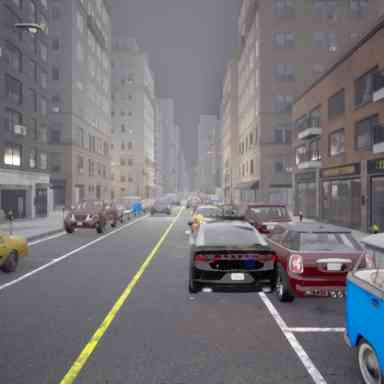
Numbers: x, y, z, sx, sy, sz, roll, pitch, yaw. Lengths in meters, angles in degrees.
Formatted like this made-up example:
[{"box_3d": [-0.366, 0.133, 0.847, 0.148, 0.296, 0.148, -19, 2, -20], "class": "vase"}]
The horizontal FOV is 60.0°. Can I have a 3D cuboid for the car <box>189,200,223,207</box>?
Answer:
[{"box_3d": [0.886, 1.454, 19.079, 1.801, 1.575, 5.366, 0, 0, 0], "class": "car"}]

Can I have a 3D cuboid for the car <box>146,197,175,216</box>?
[{"box_3d": [-2.924, 1.502, 32.285, 1.837, 1.490, 4.892, 0, 0, 0], "class": "car"}]

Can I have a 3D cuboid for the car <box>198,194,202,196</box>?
[{"box_3d": [0.279, 1.454, 53.157, 1.882, 1.535, 5.008, 0, 0, 0], "class": "car"}]

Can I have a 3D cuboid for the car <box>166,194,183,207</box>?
[{"box_3d": [-2.724, 1.454, 52.462, 1.882, 1.535, 5.008, 0, 0, 0], "class": "car"}]

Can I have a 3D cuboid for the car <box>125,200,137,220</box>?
[{"box_3d": [-5.726, 1.548, 25.278, 2.008, 1.369, 4.403, 0, 0, 0], "class": "car"}]

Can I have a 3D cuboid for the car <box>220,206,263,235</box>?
[{"box_3d": [2.769, 1.564, 19.577, 1.947, 1.339, 4.313, 0, 0, 0], "class": "car"}]

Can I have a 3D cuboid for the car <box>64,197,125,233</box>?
[{"box_3d": [-5.756, 1.313, 19.610, 2.192, 1.841, 5.009, 0, 0, 0], "class": "car"}]

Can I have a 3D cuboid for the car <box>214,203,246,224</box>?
[{"box_3d": [2.799, 1.564, 25.246, 1.947, 1.339, 4.313, 0, 0, 0], "class": "car"}]

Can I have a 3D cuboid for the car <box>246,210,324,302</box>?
[{"box_3d": [2.709, 1.440, 8.239, 1.967, 1.590, 4.097, 0, 0, 0], "class": "car"}]

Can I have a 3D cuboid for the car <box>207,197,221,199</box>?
[{"box_3d": [2.860, 1.576, 36.585, 1.802, 1.307, 4.206, 0, 0, 0], "class": "car"}]

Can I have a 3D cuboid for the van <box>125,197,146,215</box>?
[{"box_3d": [-5.696, 1.338, 30.946, 1.690, 1.788, 3.998, 0, 0, 0], "class": "van"}]

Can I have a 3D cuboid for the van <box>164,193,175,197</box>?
[{"box_3d": [-5.461, 1.290, 75.147, 1.690, 1.788, 3.998, 0, 0, 0], "class": "van"}]

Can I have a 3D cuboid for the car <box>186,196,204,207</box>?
[{"box_3d": [0.227, 1.552, 43.260, 1.994, 1.385, 4.181, 0, 0, 0], "class": "car"}]

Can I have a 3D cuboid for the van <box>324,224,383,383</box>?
[{"box_3d": [2.679, 1.341, 2.569, 1.690, 1.788, 3.998, 0, 0, 0], "class": "van"}]

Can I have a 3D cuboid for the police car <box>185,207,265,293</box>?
[{"box_3d": [0.842, 1.425, 8.984, 1.930, 1.638, 5.238, 0, 0, -1], "class": "police car"}]

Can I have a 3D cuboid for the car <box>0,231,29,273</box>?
[{"box_3d": [-5.817, 1.525, 8.104, 1.752, 1.417, 4.829, 0, 0, 0], "class": "car"}]

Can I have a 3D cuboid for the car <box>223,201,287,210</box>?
[{"box_3d": [2.739, 1.314, 13.908, 2.192, 1.841, 5.009, 0, 0, 0], "class": "car"}]

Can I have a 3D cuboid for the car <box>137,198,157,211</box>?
[{"box_3d": [-5.637, 1.514, 42.114, 1.752, 1.417, 4.829, 0, 0, 0], "class": "car"}]

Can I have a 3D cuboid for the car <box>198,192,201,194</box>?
[{"box_3d": [3.124, 1.247, 86.289, 2.192, 1.841, 5.009, 0, 0, 0], "class": "car"}]

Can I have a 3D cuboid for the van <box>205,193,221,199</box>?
[{"box_3d": [2.890, 1.330, 42.255, 1.690, 1.788, 3.998, 0, 0, 0], "class": "van"}]

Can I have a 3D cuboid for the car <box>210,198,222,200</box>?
[{"box_3d": [2.830, 1.548, 30.915, 2.008, 1.369, 4.403, 0, 0, 0], "class": "car"}]

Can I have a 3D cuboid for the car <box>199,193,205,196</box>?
[{"box_3d": [3.064, 1.390, 75.119, 1.967, 1.590, 4.097, 0, 0, 0], "class": "car"}]

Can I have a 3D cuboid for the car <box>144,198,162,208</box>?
[{"box_3d": [-5.605, 1.533, 47.951, 2.008, 1.369, 4.403, 0, 0, 0], "class": "car"}]
